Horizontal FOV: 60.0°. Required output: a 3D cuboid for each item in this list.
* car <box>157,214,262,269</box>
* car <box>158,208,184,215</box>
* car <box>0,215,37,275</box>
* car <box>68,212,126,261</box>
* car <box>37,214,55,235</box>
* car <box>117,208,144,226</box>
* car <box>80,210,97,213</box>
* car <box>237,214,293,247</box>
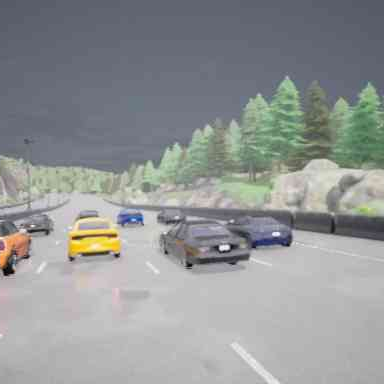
[{"bbox_3d":[0.184,1.726,12.001,2.033,1.411,5.357,-2,-1,-18],"label":"car"},{"bbox_3d":[-1.869,2.145,29.620,1.994,1.385,4.181,-2,-1,-17],"label":"car"},{"bbox_3d":[-7.058,1.766,11.686,2.097,1.767,4.553,-2,-1,-18],"label":"car"},{"bbox_3d":[-4.184,1.843,14.203,1.882,1.535,5.008,-2,-1,-18],"label":"car"},{"bbox_3d":[-11.133,2.332,24.096,2.033,1.411,5.357,-2,-1,-18],"label":"car"},{"bbox_3d":[-5.519,2.178,29.547,1.882,1.535,5.008,-2,-1,-18],"label":"car"},{"bbox_3d":[-8.468,2.262,27.275,1.837,1.490,4.892,-2,-1,-18],"label":"car"},{"bbox_3d":[2.797,1.720,15.349,1.994,1.385,4.181,-2,-1,-18],"label":"car"}]
